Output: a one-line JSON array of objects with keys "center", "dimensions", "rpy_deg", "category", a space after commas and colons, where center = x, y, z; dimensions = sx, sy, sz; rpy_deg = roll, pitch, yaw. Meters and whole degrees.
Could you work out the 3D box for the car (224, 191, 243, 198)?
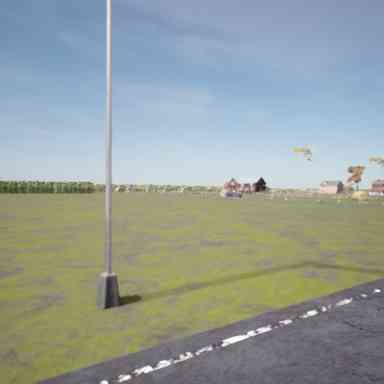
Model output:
[{"center": [8.729, 0.549, 69.456], "dimensions": [1.994, 1.385, 4.181], "rpy_deg": [1, 0, -36], "category": "car"}]
